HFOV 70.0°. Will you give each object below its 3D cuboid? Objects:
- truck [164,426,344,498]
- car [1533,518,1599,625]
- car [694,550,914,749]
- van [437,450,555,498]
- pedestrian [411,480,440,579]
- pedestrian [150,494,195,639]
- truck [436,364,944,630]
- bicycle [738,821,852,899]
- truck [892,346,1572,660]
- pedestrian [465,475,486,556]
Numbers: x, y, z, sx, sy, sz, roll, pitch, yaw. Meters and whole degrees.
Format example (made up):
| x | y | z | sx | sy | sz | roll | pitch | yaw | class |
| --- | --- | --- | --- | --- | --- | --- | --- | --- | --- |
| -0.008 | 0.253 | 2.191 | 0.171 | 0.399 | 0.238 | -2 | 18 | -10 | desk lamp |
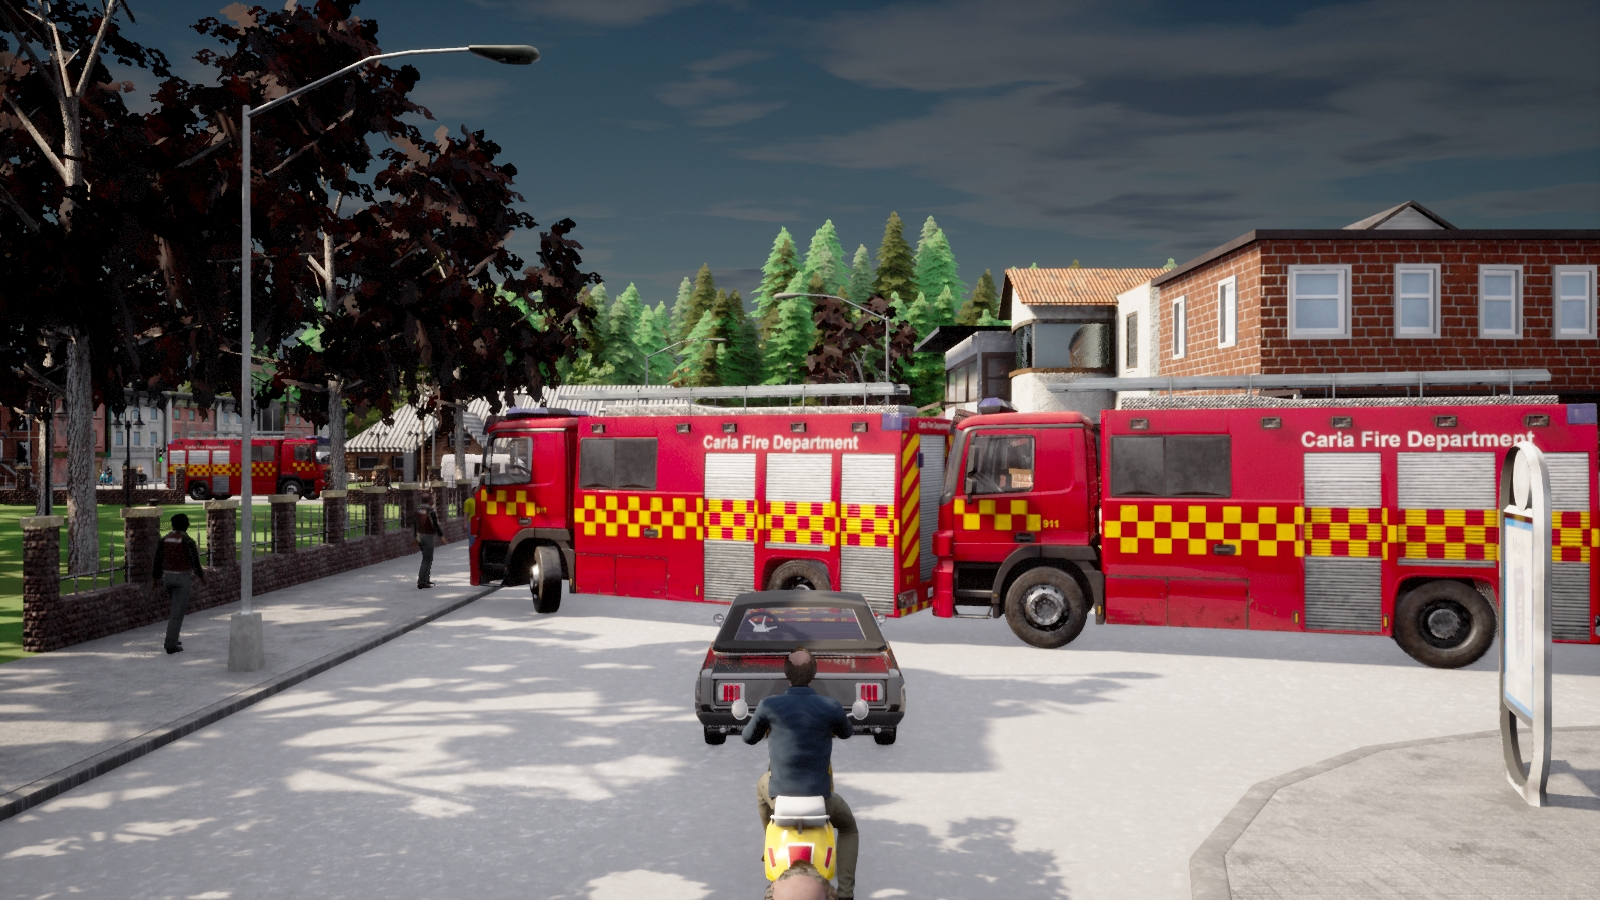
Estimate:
| x | y | z | sx | sy | sz | roll | pitch | yaw | class |
| --- | --- | --- | --- | --- | --- | --- | --- | --- | --- |
| -29.853 | 0.645 | 62.699 | 8.468 | 3.827 | 2.891 | 0 | 0 | 1 | truck |
| 14.189 | 1.835 | 17.290 | 4.792 | 1.488 | 2.163 | 0 | 0 | 0 | car |
| 0.033 | 1.930 | 12.217 | 1.895 | 1.301 | 4.718 | 0 | 0 | 0 | car |
| -16.613 | 1.289 | 62.612 | 5.915 | 2.561 | 1.988 | 0 | 0 | 0 | van |
| -7.168 | 1.513 | 21.876 | 0.375 | 1.860 | 0.375 | 0 | 0 | 39 | pedestrian |
| -8.219 | 1.518 | 14.971 | 0.375 | 1.860 | 0.375 | 0 | 0 | 6 | pedestrian |
| -2.039 | 0.664 | 19.658 | 8.468 | 3.827 | 2.891 | 0 | 0 | 27 | truck |
| -0.015 | 1.938 | 3.086 | 0.329 | 1.271 | 1.835 | 0 | 0 | 0 | bicycle |
| 5.811 | 0.661 | 16.596 | 8.468 | 3.827 | 2.891 | 0 | 0 | 18 | truck |
| -7.596 | 1.514 | 26.723 | 0.375 | 1.860 | 0.375 | 0 | 0 | -32 | pedestrian |
